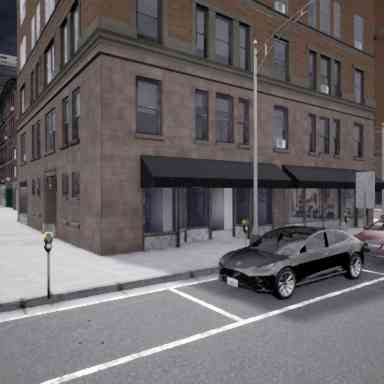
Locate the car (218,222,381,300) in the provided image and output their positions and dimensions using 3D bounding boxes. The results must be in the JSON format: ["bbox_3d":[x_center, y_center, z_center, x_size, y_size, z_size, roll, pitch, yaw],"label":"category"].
[{"bbox_3d":[2.644,1.566,8.413,4.313,1.339,1.947,0,0,-35],"label":"car"}]

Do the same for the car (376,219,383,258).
[{"bbox_3d":[7.126,1.582,11.604,4.206,1.307,1.802,0,0,-35],"label":"car"}]
